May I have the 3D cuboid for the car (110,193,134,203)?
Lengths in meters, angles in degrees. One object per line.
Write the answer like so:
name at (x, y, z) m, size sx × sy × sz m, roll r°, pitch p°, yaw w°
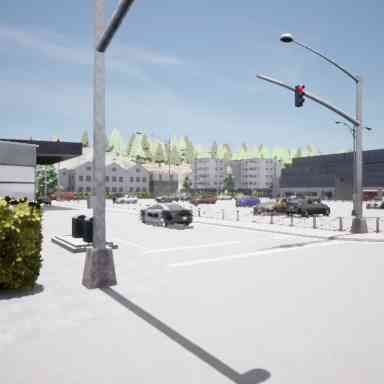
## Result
car at (-13.030, 1.077, 62.039) m, size 3.866 × 1.878 × 1.905 m, roll 0°, pitch 0°, yaw -35°

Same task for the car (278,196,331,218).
car at (9.883, 1.339, 28.375) m, size 4.514 × 1.523 × 2.007 m, roll 0°, pitch 0°, yaw -35°

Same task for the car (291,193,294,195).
car at (18.678, 1.077, 60.753) m, size 3.866 × 1.878 × 1.905 m, roll 0°, pitch 0°, yaw -35°

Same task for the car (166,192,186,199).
car at (-4.597, 1.019, 95.453) m, size 5.566 × 2.045 × 2.150 m, roll 0°, pitch 0°, yaw -35°

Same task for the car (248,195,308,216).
car at (8.043, 1.330, 30.916) m, size 5.027 × 1.636 × 2.152 m, roll 0°, pitch 0°, yaw -35°

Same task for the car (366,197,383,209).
car at (23.426, 1.384, 41.489) m, size 3.806 × 1.475 × 1.970 m, roll 0°, pitch 0°, yaw -35°

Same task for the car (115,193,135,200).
car at (-17.493, 1.164, 86.490) m, size 4.553 × 1.767 × 2.097 m, roll 0°, pitch 0°, yaw -35°

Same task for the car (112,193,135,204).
car at (-11.626, 1.361, 58.964) m, size 3.806 × 1.475 × 1.970 m, roll 0°, pitch 0°, yaw -35°

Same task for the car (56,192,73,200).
car at (-30.543, 1.034, 77.421) m, size 5.566 × 2.045 × 2.150 m, roll 0°, pitch 0°, yaw -35°

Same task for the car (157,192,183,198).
car at (-4.698, 1.097, 63.853) m, size 4.605 × 1.855 × 1.932 m, roll 0°, pitch 0°, yaw -35°

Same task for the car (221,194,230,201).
car at (7.406, 1.232, 76.314) m, size 3.806 × 1.475 × 1.970 m, roll 0°, pitch 0°, yaw -35°

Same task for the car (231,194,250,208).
car at (7.546, 1.319, 45.021) m, size 3.633 × 1.501 × 1.845 m, roll 0°, pitch 0°, yaw -35°

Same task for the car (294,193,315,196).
car at (20.681, 1.097, 58.608) m, size 4.605 × 1.855 × 1.932 m, roll 0°, pitch 0°, yaw -35°

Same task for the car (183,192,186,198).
car at (-0.470, 1.298, 75.277) m, size 4.514 × 1.523 × 2.007 m, roll 0°, pitch 0°, yaw -35°

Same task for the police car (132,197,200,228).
police car at (-1.913, 1.425, 22.586) m, size 1.930 × 1.638 × 5.238 m, roll 0°, pitch 0°, yaw -35°

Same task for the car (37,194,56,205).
car at (-25.230, 1.491, 56.513) m, size 2.128 × 1.511 × 4.902 m, roll 0°, pitch 0°, yaw -35°

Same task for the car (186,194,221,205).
car at (1.855, 1.298, 53.236) m, size 4.514 × 1.523 × 2.007 m, roll 0°, pitch 0°, yaw -35°
